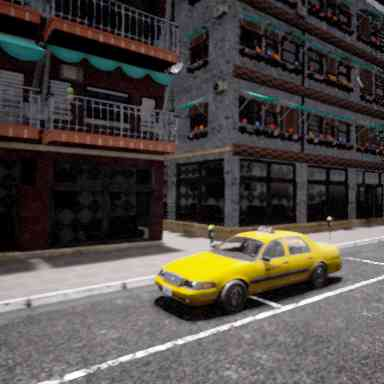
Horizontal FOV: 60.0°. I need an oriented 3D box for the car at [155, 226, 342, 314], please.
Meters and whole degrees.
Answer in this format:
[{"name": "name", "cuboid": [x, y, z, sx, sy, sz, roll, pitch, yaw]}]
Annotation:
[{"name": "car", "cuboid": [1.507, 1.503, 7.584, 4.829, 1.417, 1.752, 0, 1, -35]}]
